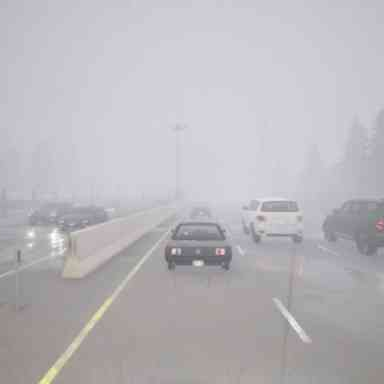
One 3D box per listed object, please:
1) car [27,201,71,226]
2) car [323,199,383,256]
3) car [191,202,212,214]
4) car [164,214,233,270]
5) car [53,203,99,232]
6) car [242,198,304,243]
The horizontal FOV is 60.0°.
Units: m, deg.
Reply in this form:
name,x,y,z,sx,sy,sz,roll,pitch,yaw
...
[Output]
name,x,y,z,sx,sy,sz,roll,pitch,yaw
car,-10.073,1.482,24.412,2.097,1.767,4.553,0,0,2
car,7.284,1.287,13.556,2.150,2.045,5.566,0,0,2
car,0.857,1.681,31.117,1.812,1.442,4.674,0,0,2
car,0.223,1.658,11.259,1.895,1.301,4.718,0,0,1
car,-6.682,1.616,21.116,1.837,1.490,4.892,0,0,2
car,3.875,1.305,16.696,2.150,2.045,5.566,0,0,2
